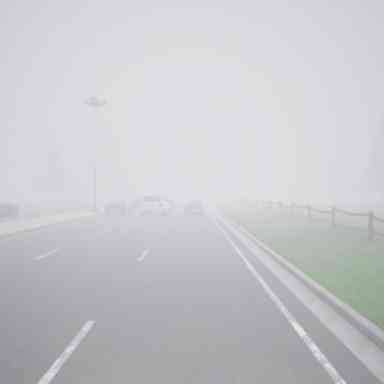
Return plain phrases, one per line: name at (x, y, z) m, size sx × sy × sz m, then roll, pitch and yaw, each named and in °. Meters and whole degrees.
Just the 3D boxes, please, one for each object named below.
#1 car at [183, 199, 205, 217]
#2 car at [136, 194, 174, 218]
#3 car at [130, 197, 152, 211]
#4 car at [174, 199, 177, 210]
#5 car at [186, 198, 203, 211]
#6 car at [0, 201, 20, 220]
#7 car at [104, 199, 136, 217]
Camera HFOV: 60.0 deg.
car at (0.195, 1.590, 31.440) m, size 1.994 × 1.385 × 4.181 m, roll 0°, pitch 0°, yaw 1°
car at (-3.317, 1.241, 30.803) m, size 2.150 × 2.045 × 5.566 m, roll 0°, pitch 0°, yaw 3°
car at (-6.576, 1.501, 43.317) m, size 1.882 × 1.535 × 5.008 m, roll 0°, pitch 0°, yaw 2°
car at (-3.059, 1.507, 43.716) m, size 1.882 × 1.535 × 5.008 m, roll 0°, pitch 0°, yaw 2°
car at (0.385, 1.582, 42.147) m, size 2.033 × 1.411 × 5.357 m, roll 0°, pitch 0°, yaw 2°
car at (-15.002, 1.484, 25.270) m, size 2.128 × 1.511 × 4.902 m, roll 0°, pitch 0°, yaw 1°
car at (-6.811, 1.505, 31.275) m, size 2.128 × 1.511 × 4.902 m, roll 0°, pitch 0°, yaw 1°
